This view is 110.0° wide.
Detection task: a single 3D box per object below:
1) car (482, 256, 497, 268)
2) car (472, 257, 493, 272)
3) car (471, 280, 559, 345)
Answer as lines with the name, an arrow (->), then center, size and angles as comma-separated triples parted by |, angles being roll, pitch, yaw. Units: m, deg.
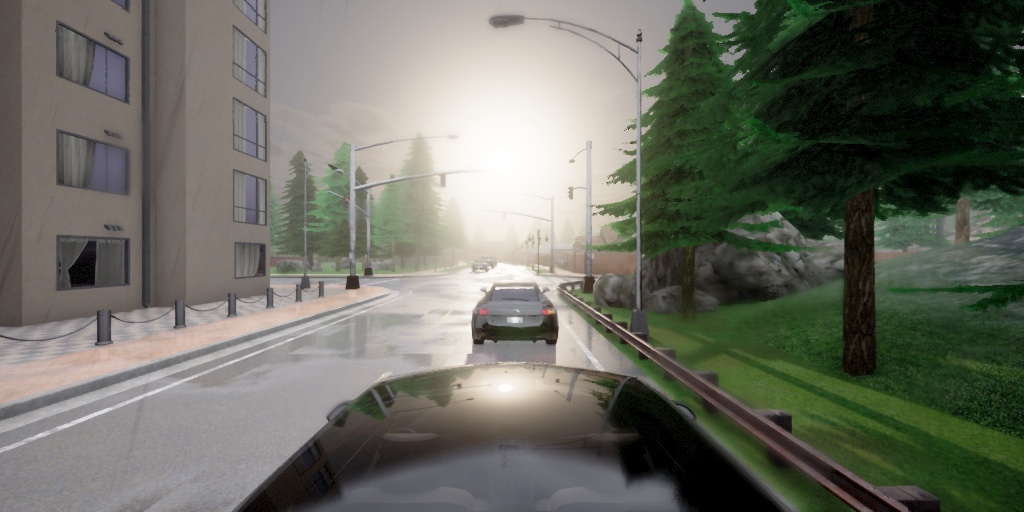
car -> -3.985, 0.944, 57.385 | 2.150, 2.045, 5.566 | 0, 0, 0
car -> -3.934, 1.212, 45.624 | 2.128, 1.511, 4.902 | 0, 0, 0
car -> 0.083, 1.314, 9.536 | 1.994, 1.385, 4.181 | 0, 0, 1
